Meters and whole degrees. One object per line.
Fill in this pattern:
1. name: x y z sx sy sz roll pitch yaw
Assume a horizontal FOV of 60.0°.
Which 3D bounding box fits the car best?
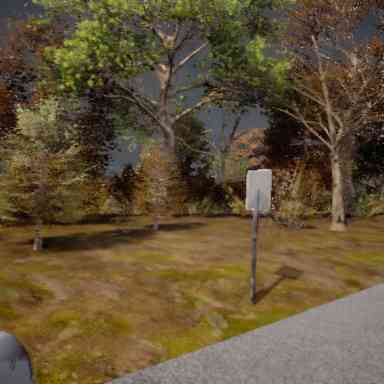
1. car: -3.102 1.479 0.918 5.008 1.535 1.882 0 0 -36
